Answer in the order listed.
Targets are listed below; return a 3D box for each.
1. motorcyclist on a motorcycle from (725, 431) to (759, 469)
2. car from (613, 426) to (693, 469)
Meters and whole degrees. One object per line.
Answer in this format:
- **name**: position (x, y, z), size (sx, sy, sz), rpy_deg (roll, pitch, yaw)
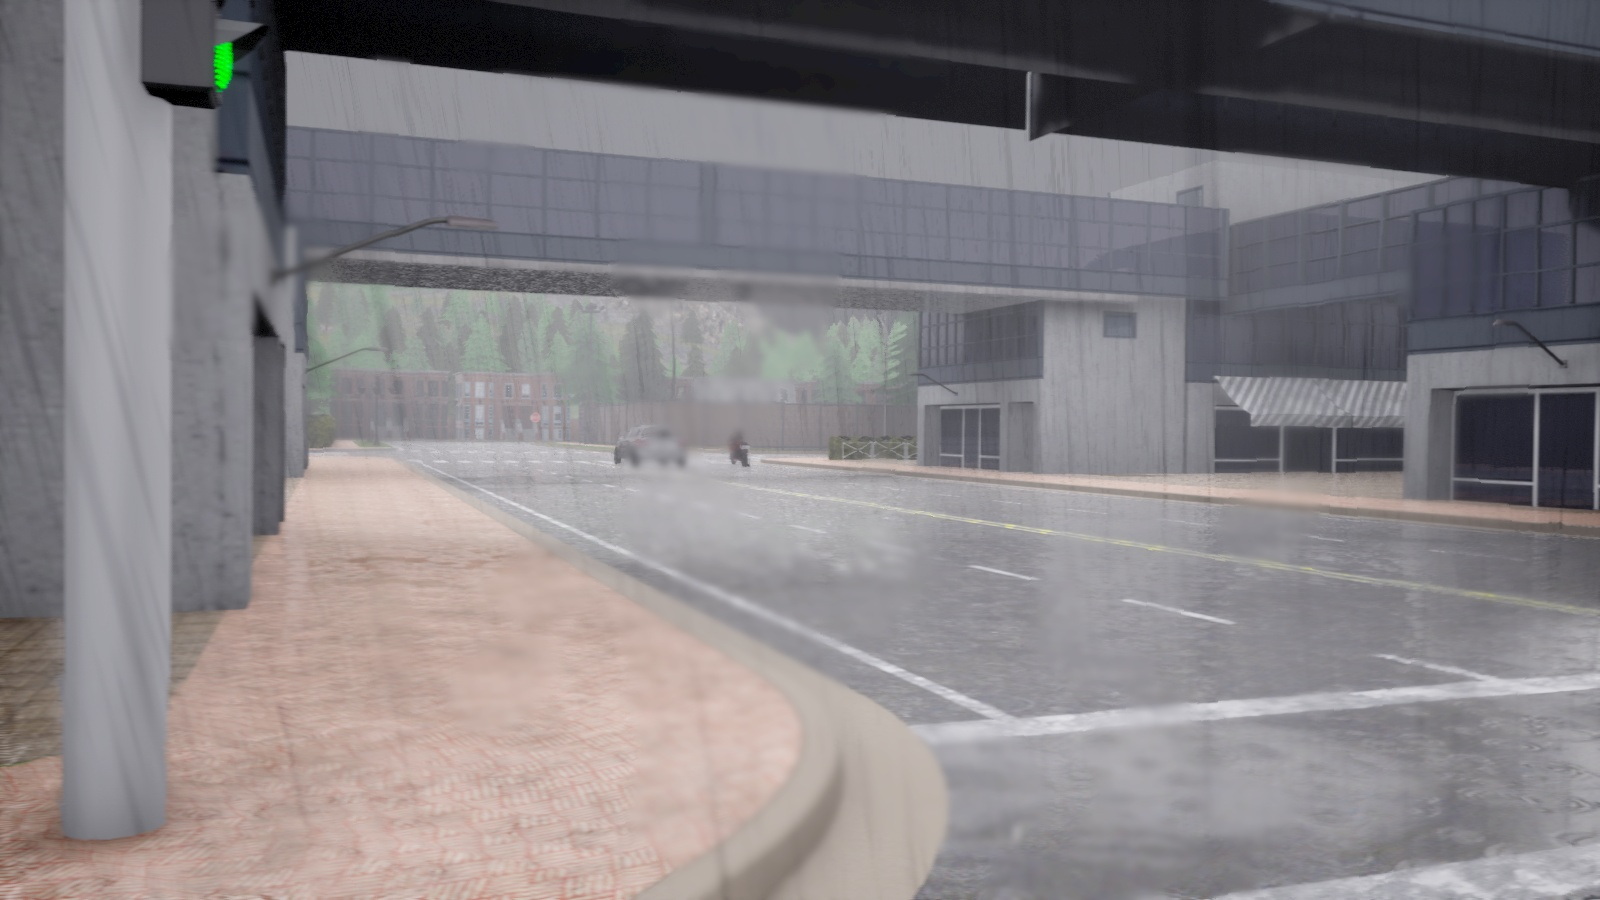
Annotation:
- **motorcyclist on a motorcycle**: position (-2.406, -0.028, 51.504), size (0.797, 1.523, 2.044), rpy_deg (-1, 1, -20)
- **car**: position (-6.057, -0.122, 51.267), size (2.242, 1.667, 4.611), rpy_deg (-1, 1, -20)
